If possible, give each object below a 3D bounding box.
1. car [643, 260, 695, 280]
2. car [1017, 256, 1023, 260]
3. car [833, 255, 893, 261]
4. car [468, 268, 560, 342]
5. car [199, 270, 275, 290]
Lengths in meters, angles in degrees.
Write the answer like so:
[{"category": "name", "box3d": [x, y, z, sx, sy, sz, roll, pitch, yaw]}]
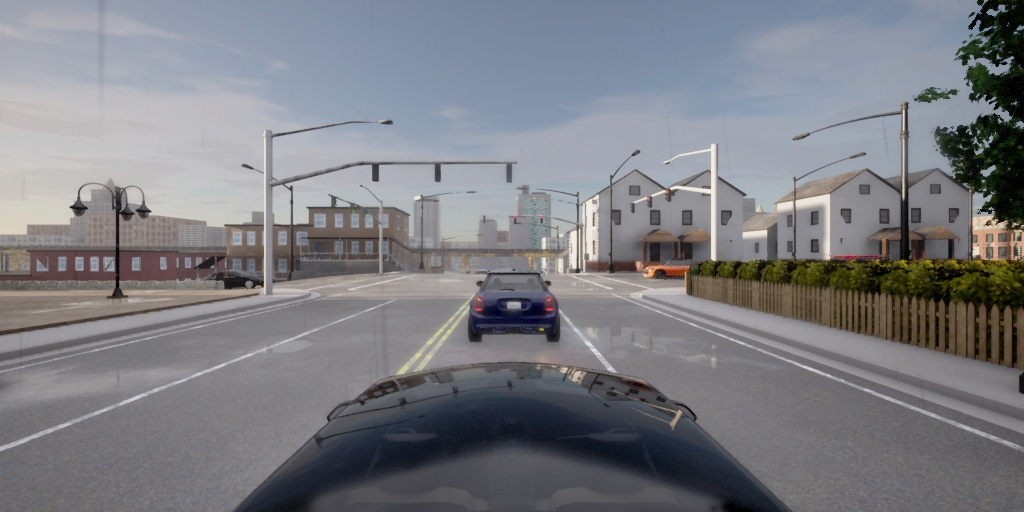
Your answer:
[{"category": "car", "box3d": [13.761, 1.101, 31.026, 4.553, 1.767, 2.097, 0, 0, -1]}, {"category": "car", "box3d": [46.328, 0.966, 31.498, 5.566, 2.045, 2.150, -1, 0, 0]}, {"category": "car", "box3d": [27.562, 0.971, 27.546, 5.566, 2.045, 2.150, 0, 0, -1]}, {"category": "car", "box3d": [0.056, 1.102, 9.967, 2.097, 1.767, 4.553, 0, 0, 0]}, {"category": "car", "box3d": [-20.506, 1.789, 26.777, 4.892, 1.490, 1.837, -5, 0, -1]}]
